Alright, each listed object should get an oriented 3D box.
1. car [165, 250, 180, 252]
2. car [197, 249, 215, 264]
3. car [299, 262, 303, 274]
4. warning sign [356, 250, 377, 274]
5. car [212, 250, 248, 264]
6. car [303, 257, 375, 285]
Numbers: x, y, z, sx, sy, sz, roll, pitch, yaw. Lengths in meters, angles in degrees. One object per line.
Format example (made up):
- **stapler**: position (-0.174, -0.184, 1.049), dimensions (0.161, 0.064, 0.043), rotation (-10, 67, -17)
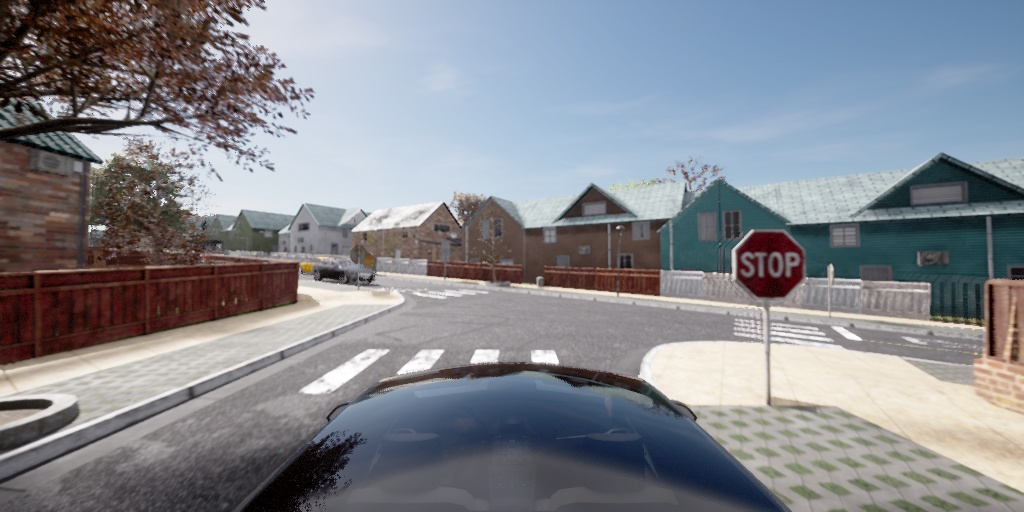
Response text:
- **car**: position (-39.359, 0.075, 41.473), dimensions (4.674, 1.442, 1.812), rotation (2, -1, 33)
- **car**: position (-36.609, -0.021, 43.063), dimensions (4.553, 1.767, 2.097), rotation (2, -1, 33)
- **car**: position (-15.724, 0.812, 29.623), dimensions (5.008, 1.535, 1.882), rotation (2, -1, 33)
- **warning sign**: position (-11.977, 0.606, 30.097), dimensions (1.060, 1.860, 1.300), rotation (0, 0, 33)
- **car**: position (-24.188, 0.536, 31.598), dimensions (4.674, 1.442, 1.812), rotation (2, -1, 33)
- **car**: position (-10.842, 0.968, 23.006), dimensions (4.902, 1.511, 2.128), rotation (2, -1, 33)
